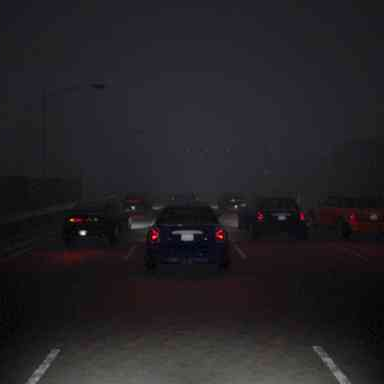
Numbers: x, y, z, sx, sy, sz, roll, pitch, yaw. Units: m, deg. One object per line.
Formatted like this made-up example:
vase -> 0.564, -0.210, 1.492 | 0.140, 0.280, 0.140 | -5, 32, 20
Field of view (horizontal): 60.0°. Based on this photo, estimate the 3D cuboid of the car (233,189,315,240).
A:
car -> 3.272, 0.893, 14.372 | 2.097, 1.767, 4.553 | 0, 2, -1

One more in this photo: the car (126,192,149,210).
car -> -4.002, 0.745, 24.737 | 1.837, 1.490, 4.892 | 0, 2, -1

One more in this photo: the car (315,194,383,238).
car -> 6.769, 0.874, 14.571 | 2.097, 1.767, 4.553 | 0, 2, -1

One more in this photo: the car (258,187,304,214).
car -> 6.496, 0.555, 24.820 | 2.097, 1.767, 4.553 | 0, 2, -1

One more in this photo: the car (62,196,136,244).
car -> -3.710, 1.088, 13.585 | 1.837, 1.490, 4.892 | 0, 1, -1

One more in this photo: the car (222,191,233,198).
car -> 2.992, 0.710, 25.124 | 1.837, 1.490, 4.892 | 0, 2, -1

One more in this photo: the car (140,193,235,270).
car -> -0.143, 1.036, 10.029 | 2.097, 1.767, 4.553 | 0, 2, -1
